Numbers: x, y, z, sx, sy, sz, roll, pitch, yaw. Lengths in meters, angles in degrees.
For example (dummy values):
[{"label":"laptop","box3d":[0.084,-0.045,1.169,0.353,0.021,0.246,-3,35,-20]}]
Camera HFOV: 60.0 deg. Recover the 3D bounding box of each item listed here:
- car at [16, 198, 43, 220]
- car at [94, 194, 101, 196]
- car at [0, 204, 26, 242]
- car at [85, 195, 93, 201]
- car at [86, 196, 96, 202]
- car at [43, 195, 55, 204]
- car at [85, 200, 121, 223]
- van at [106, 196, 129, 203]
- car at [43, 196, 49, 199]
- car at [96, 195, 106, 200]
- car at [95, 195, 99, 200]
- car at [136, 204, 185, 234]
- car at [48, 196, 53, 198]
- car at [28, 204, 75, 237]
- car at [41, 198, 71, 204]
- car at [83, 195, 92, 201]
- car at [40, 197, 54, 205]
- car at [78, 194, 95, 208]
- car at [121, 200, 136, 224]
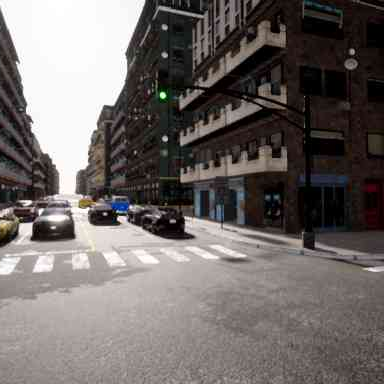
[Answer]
[{"label":"car","box3d":[-13.543,1.452,26.925,1.967,1.590,4.097,1,0,-21]},{"label":"car","box3d":[-17.631,1.351,61.563,2.192,1.841,5.009,1,0,-21]},{"label":"car","box3d":[-9.507,1.532,16.205,1.752,1.417,4.829,1,0,-21]},{"label":"car","box3d":[-25.649,1.577,82.844,1.752,1.417,4.829,1,0,-21]},{"label":"car","box3d":[-23.601,1.599,77.403,2.008,1.369,4.403,1,0,-21]},{"label":"car","box3d":[-27.464,1.476,63.890,1.967,1.590,4.097,1,0,-21]},{"label":"car","box3d":[-7.042,1.577,26.049,1.994,1.385,4.181,0,0,-21]},{"label":"van","box3d":[-7.688,1.360,35.160,1.690,1.788,3.998,1,0,-21]},{"label":"car","box3d":[-21.499,1.570,48.047,1.887,1.381,4.507,1,0,-21]},{"label":"car","box3d":[-11.728,1.551,45.879,1.752,1.417,4.829,1,0,-21]},{"label":"car","box3d":[-13.658,1.611,51.000,1.802,1.307,4.206,1,0,-21]},{"label":"car","box3d":[-1.726,1.577,19.317,1.947,1.339,4.313,1,0,-21]},{"label":"car","box3d":[-14.205,1.496,36.077,1.882,1.535,5.008,0,0,-20]},{"label":"car","box3d":[-7.504,1.572,18.199,1.994,1.385,4.181,0,0,-21]},{"label":"car","box3d":[-10.573,1.490,26.357,1.882,1.535,5.008,0,0,-21]},{"label":"car","box3d":[-27.578,1.607,87.964,2.008,1.369,4.403,1,0,-21]},{"label":"car","box3d":[-25.477,1.583,58.608,2.008,1.369,4.403,1,0,-21]},{"label":"car","box3d":[-16.052,1.505,49.975,1.882,1.535,5.008,0,0,-21]},{"label":"car","box3d":[-3.714,1.564,24.598,2.008,1.369,4.403,1,0,-21]}]
